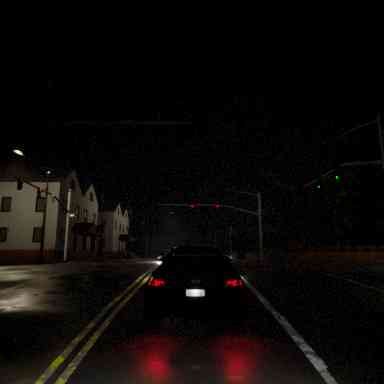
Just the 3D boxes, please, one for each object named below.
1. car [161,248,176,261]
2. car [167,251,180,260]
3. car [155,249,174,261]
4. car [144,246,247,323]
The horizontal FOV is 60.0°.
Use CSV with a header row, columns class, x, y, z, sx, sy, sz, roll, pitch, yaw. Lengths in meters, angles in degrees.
class,x,y,z,sx,sy,sz,roll,pitch,yaw
car,-3.588,9.722,51.665,2.097,1.767,4.553,0,-11,0
car,-3.545,12.171,63.613,2.128,1.511,4.902,0,-11,0
car,-3.588,8.371,43.933,2.128,1.511,4.902,0,-11,0
car,0.073,1.985,7.896,1.994,1.385,4.181,0,-7,0
